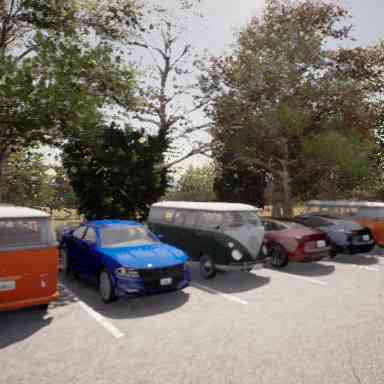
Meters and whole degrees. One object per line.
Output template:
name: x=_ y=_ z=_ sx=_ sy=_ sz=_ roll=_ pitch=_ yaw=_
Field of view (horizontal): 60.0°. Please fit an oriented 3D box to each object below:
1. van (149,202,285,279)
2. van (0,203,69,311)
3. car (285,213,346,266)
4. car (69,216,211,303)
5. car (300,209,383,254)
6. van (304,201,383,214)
van: x=0.373 y=1.313 z=10.188 sx=1.878 sy=1.987 sz=4.442 roll=1 pitch=0 yaw=-36
van: x=-4.282 y=1.259 z=7.148 sx=1.878 sy=1.987 sz=4.442 roll=1 pitch=0 yaw=-35
car: x=2.532 y=1.599 z=11.895 sx=2.163 sy=1.488 sz=4.792 roll=1 pitch=0 yaw=-35
car: x=-1.964 y=1.510 z=8.663 sx=2.097 sy=1.535 sz=5.008 roll=1 pitch=0 yaw=-35
car: x=4.682 y=1.635 z=13.427 sx=2.163 sy=1.488 sz=4.792 roll=1 pitch=-1 yaw=-35
van: x=6.891 y=1.423 z=15.108 sx=1.878 sy=1.987 sz=4.442 roll=1 pitch=-1 yaw=-35
